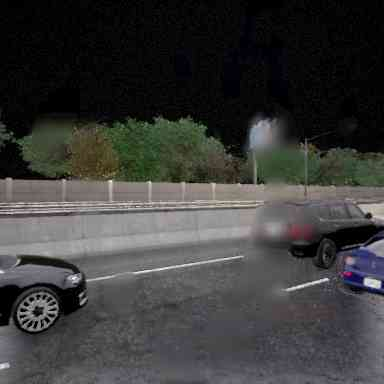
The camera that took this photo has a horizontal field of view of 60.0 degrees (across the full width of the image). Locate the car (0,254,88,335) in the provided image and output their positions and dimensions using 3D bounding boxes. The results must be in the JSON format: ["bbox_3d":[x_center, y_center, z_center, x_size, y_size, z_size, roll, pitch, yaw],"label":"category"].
[{"bbox_3d":[-4.138,1.491,5.081,4.902,1.511,2.128,0,0,-36],"label":"car"}]

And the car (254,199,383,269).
[{"bbox_3d":[4.568,1.241,11.415,5.566,2.045,2.150,0,0,-36],"label":"car"}]

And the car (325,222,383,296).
[{"bbox_3d":[5.251,1.539,7.594,4.674,1.442,1.812,0,0,-36],"label":"car"}]
